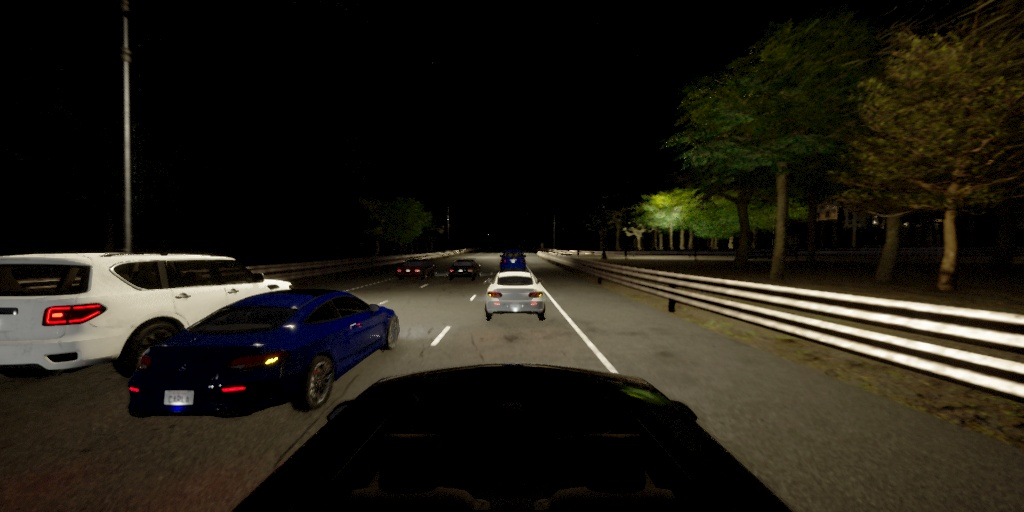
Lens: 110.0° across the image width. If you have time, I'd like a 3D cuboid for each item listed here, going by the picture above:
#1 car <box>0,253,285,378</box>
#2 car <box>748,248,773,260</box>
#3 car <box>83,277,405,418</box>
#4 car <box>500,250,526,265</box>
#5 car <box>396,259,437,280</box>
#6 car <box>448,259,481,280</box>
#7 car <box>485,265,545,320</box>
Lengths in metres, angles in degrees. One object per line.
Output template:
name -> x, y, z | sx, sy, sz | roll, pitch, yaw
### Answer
car -> -6.902, 0.955, 7.441 | 2.150, 2.045, 5.566 | 0, 0, 0
car -> 31.085, -0.234, 45.387 | 1.812, 1.442, 4.674 | -1, 1, -41
car -> -3.388, 1.267, 5.953 | 1.812, 1.442, 4.674 | 0, 0, 0
car -> 0.089, 0.484, 31.600 | 2.150, 2.045, 5.566 | 0, 2, 0
car -> -6.911, 0.957, 26.336 | 2.033, 1.411, 5.357 | 0, 2, 0
car -> -3.407, 0.959, 26.288 | 2.033, 1.411, 5.357 | 0, 2, 0
car -> 0.095, 1.218, 12.337 | 1.812, 1.442, 4.674 | 0, 1, 0
